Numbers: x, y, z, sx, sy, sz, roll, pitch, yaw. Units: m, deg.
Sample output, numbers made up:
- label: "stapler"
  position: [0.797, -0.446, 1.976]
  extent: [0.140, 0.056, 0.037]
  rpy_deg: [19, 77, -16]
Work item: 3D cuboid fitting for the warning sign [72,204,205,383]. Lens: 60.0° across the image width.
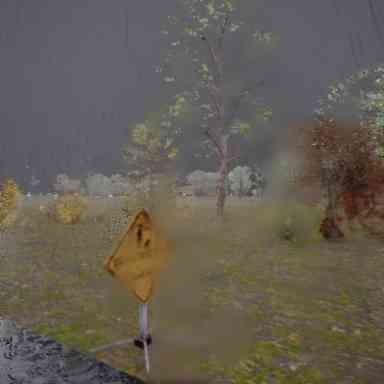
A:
- label: "warning sign"
  position: [-0.662, 1.124, 4.379]
  extent: [1.060, 1.860, 1.300]
  rpy_deg: [-2, 0, 36]
